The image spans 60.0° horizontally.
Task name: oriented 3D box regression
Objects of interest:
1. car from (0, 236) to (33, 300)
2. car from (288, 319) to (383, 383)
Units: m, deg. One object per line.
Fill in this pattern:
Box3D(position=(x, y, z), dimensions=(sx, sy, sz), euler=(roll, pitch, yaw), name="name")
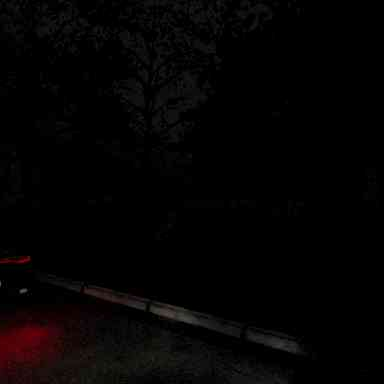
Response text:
Box3D(position=(-5.539, 1.488, 7.378), dimensions=(5.008, 1.535, 1.882), euler=(0, 0, 36), name="car")
Box3D(position=(2.646, 1.351, 1.476), dimensions=(4.553, 1.767, 2.097), euler=(0, 0, 36), name="car")
